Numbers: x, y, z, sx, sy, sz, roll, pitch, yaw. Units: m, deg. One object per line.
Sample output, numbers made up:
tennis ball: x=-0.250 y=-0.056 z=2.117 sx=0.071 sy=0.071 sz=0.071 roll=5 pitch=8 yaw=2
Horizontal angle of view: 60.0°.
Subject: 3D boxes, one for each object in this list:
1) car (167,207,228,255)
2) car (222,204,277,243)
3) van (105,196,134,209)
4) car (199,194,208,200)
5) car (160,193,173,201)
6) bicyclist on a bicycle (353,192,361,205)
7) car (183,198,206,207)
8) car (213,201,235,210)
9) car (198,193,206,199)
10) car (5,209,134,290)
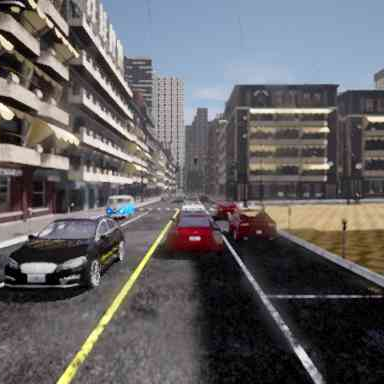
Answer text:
car: x=0.097 y=1.491 z=12.975 sx=1.994 sy=1.385 sz=4.181 roll=0 pitch=0 yaw=0
car: x=2.684 y=1.459 z=15.518 sx=1.887 sy=1.381 sz=4.507 roll=0 pitch=0 yaw=0
van: x=-5.698 y=1.198 z=26.570 sx=1.690 sy=1.788 sz=3.998 roll=0 pitch=0 yaw=0
car: x=2.685 y=1.067 z=75.568 sx=1.967 sy=1.590 sz=4.097 roll=-1 pitch=0 yaw=0
car: x=-5.694 y=1.201 z=70.046 sx=2.008 sy=1.369 sz=4.403 roll=0 pitch=0 yaw=0
bicyclist on a bicycle: x=20.247 y=0.804 z=40.887 sx=0.582 sy=1.620 sz=1.656 roll=-1 pitch=0 yaw=-1
car: x=0.100 y=1.442 z=29.769 sx=1.895 sy=1.301 sz=4.718 roll=0 pitch=0 yaw=0
car: x=2.684 y=1.402 z=26.570 sx=1.887 sy=1.381 sz=4.507 roll=0 pitch=0 yaw=0
car: x=2.688 y=1.109 z=92.152 sx=2.008 sy=1.369 sz=4.403 roll=-1 pitch=0 yaw=0
car: x=-3.100 y=1.440 z=9.080 sx=2.128 sy=1.511 sz=4.902 roll=0 pitch=0 yaw=0
